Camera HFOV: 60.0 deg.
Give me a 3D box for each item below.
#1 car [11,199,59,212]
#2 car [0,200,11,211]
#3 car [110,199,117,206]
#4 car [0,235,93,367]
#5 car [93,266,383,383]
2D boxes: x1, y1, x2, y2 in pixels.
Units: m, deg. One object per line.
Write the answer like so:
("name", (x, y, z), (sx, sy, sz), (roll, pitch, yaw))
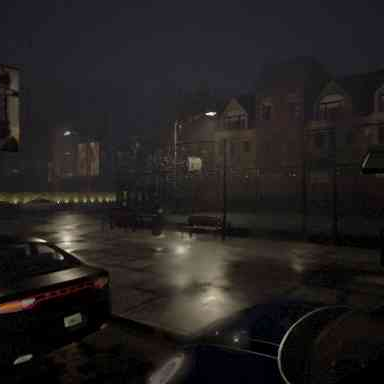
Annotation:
("car", (-17.799, 1.510, 38.501), (1.812, 1.442, 4.674), (0, 0, 35))
("car", (-22.660, 1.584, 37.746), (1.895, 1.301, 4.718), (0, 0, 36))
("car", (-11.132, 1.508, 54.086), (1.812, 1.442, 4.674), (0, 0, 35))
("car", (-3.532, 1.477, 5.656), (5.008, 1.535, 2.097), (0, 0, 35))
("car", (1.778, 1.354, 2.036), (4.553, 1.767, 2.185), (0, 0, 35))
